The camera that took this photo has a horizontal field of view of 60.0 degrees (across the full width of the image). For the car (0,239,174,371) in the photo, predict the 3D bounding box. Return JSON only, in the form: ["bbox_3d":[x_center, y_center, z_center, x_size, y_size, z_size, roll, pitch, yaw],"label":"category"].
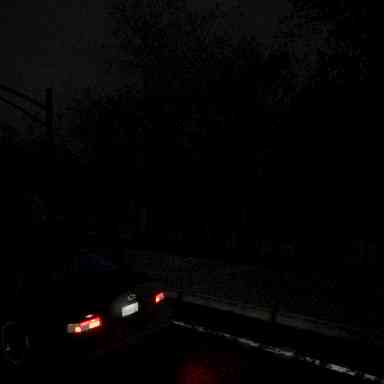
[{"bbox_3d":[-2.834,1.547,5.712,5.357,1.411,2.033,0,0,36],"label":"car"}]
